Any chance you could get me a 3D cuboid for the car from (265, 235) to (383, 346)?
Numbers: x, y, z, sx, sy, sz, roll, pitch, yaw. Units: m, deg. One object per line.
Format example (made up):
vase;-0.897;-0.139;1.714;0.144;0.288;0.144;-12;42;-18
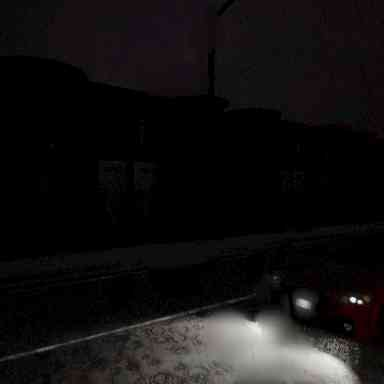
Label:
car;3.370;1.564;6.357;4.181;1.385;1.994;0;0;-35
